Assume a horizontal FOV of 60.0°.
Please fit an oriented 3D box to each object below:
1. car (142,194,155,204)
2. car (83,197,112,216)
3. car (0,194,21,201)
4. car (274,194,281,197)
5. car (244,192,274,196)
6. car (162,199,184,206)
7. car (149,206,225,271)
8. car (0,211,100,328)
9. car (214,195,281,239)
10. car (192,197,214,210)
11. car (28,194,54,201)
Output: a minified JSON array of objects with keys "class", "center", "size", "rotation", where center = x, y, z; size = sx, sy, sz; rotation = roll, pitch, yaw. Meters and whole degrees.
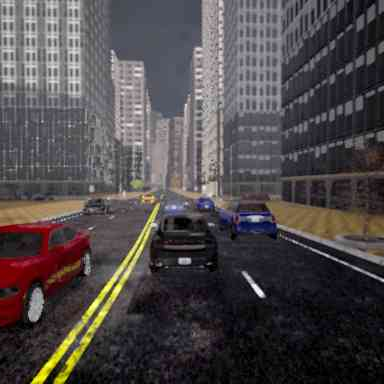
[{"class":"car","center":[-6.816,1.040,52.207],"size":[1.882,1.535,5.008],"rotation":[0,0,-5]},{"class":"car","center":[-8.382,1.270,29.700],"size":[1.837,1.490,4.892],"rotation":[0,0,-5]},{"class":"car","center":[-32.600,0.959,59.042],"size":[4.206,1.307,1.802],"rotation":[0,1,-3]},{"class":"car","center":[16.856,0.972,70.629],"size":[4.829,1.417,1.752],"rotation":[0,1,-4]},{"class":"car","center":[11.923,0.939,61.923],"size":[5.009,1.841,2.192],"rotation":[0,1,-4]},{"class":"car","center":[-1.617,1.297,29.111],"size":[2.033,1.411,5.357],"rotation":[0,1,-5]},{"class":"car","center":[-0.293,1.415,10.566],"size":[1.837,1.490,4.892],"rotation":[0,1,-3]},{"class":"car","center":[-3.573,1.424,7.086],"size":[1.882,1.535,5.008],"rotation":[0,0,-2]},{"class":"car","center":[2.591,1.203,16.442],"size":[2.097,1.767,4.553],"rotation":[0,1,-4]},{"class":"car","center":[1.236,1.220,34.224],"size":[1.812,1.442,4.674],"rotation":[0,0,-5]},{"class":"car","center":[-26.923,0.976,59.360],"size":[4.313,1.339,1.947],"rotation":[0,1,-3]}]
